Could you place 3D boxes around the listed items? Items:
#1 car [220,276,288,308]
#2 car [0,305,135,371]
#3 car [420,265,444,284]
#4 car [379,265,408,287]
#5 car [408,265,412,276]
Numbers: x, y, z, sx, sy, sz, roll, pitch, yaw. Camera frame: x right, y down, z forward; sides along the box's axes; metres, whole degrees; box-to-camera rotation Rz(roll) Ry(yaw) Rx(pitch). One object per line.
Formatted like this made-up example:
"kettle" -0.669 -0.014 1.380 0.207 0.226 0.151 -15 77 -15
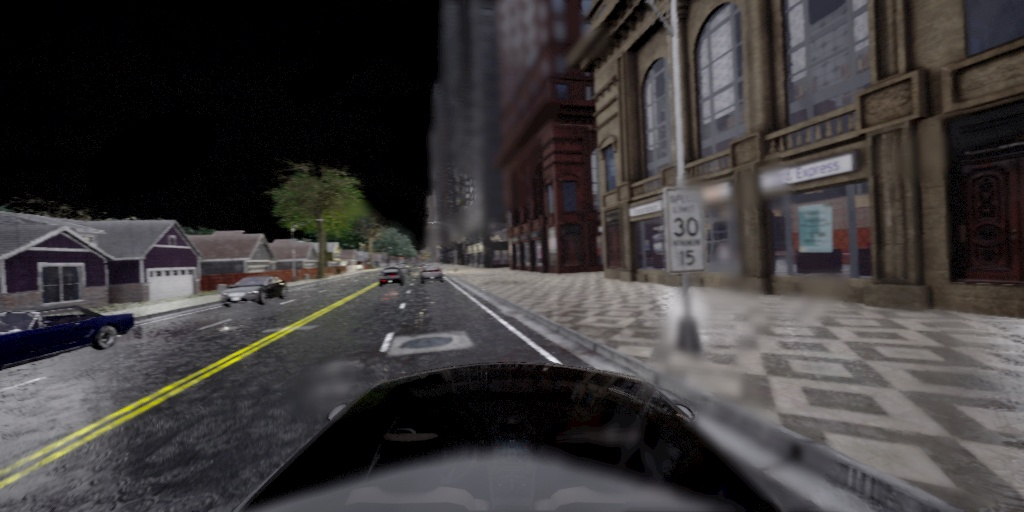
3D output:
"car" -14.436 1.914 20.352 2.128 1.511 4.902 -3 0 -14
"car" -11.380 1.872 8.076 1.895 1.301 4.718 -3 0 -14
"car" -7.106 1.594 31.799 2.128 1.511 4.902 -3 0 -14
"car" -10.072 1.740 30.276 1.837 1.490 4.892 -3 0 -14
"car" -14.457 1.942 47.919 2.128 1.511 4.902 -3 0 -14
